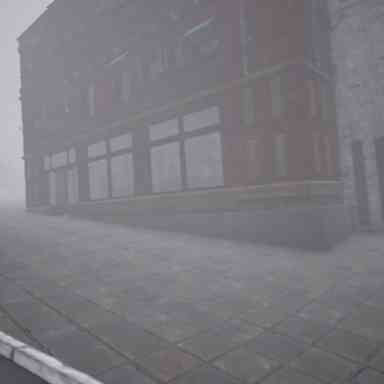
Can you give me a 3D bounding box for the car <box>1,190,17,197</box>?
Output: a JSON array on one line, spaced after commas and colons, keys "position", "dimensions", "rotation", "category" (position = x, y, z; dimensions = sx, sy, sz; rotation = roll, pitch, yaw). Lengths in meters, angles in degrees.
[{"position": [-36.063, 0.347, 65.403], "dimensions": [1.837, 1.490, 4.892], "rotation": [-5, 2, 7], "category": "car"}]
